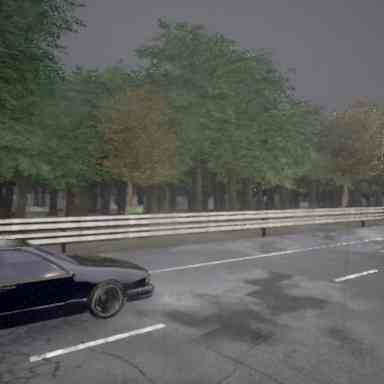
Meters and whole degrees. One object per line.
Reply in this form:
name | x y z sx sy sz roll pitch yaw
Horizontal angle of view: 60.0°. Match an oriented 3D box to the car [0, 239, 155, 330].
car | -3.347 1.551 5.655 5.357 1.411 2.033 1 0 -35
